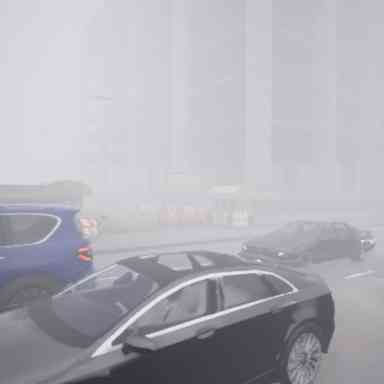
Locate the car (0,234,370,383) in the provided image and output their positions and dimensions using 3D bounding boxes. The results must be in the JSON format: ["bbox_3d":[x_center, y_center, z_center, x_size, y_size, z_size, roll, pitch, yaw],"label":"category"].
[{"bbox_3d":[-0.353,1.509,3.742,4.902,1.511,2.128,1,0,-36],"label":"car"}]

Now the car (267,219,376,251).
[{"bbox_3d":[4.099,1.642,11.220,5.357,1.411,2.033,1,0,-36],"label":"car"}]

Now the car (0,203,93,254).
[{"bbox_3d":[-4.338,1.217,5.179,5.566,2.045,2.150,1,-1,-34],"label":"car"}]
